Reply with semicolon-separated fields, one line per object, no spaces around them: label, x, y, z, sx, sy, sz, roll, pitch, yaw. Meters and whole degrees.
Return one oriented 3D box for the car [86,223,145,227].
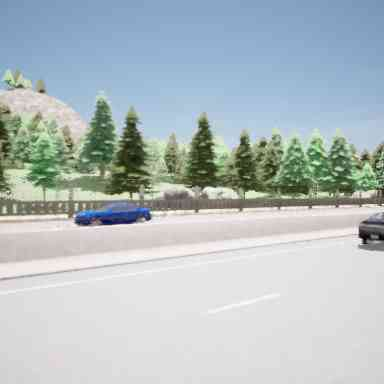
car;-5.060;1.478;21.847;5.008;1.535;1.882;0;0;-35

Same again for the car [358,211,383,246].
car;9.196;1.569;14.536;4.902;1.511;2.128;0;0;-35
